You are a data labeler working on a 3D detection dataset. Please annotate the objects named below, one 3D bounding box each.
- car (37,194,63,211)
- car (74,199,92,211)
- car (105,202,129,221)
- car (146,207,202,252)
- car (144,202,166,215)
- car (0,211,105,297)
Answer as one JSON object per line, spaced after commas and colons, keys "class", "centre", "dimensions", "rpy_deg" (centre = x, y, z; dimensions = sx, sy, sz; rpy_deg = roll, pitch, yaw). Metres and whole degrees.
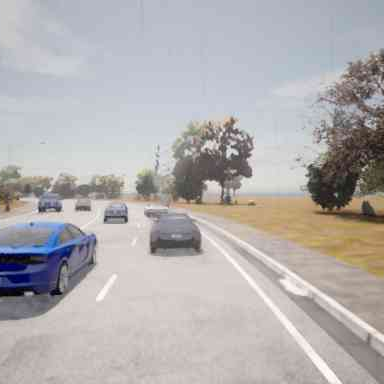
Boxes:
{"class": "car", "centre": [-16.114, 1.226, 38.009], "dimensions": [2.150, 2.045, 5.566], "rpy_deg": [0, 0, -16]}
{"class": "car", "centre": [-13.161, 1.550, 40.436], "dimensions": [2.033, 1.411, 5.357], "rpy_deg": [0, 0, -16]}
{"class": "car", "centre": [-6.116, 1.549, 27.024], "dimensions": [2.033, 1.411, 5.357], "rpy_deg": [0, 0, -11]}
{"class": "car", "centre": [-0.764, 1.561, 14.033], "dimensions": [1.994, 1.385, 4.181], "rpy_deg": [0, 0, -6]}
{"class": "car", "centre": [-3.439, 1.598, 31.316], "dimensions": [1.895, 1.301, 4.718], "rpy_deg": [0, 0, -12]}
{"class": "car", "centre": [-3.809, 1.483, 8.621], "dimensions": [1.882, 1.535, 5.008], "rpy_deg": [0, 0, -4]}
